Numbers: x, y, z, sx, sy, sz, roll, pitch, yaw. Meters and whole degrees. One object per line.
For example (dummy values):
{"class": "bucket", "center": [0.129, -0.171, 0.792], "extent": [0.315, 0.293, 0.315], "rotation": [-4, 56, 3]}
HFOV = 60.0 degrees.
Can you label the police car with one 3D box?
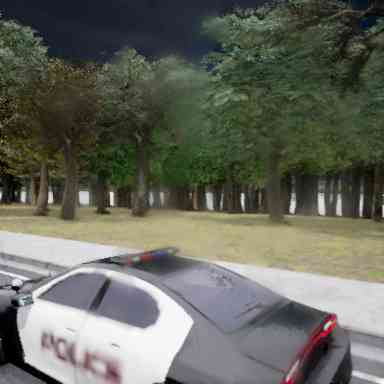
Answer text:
{"class": "police car", "center": [-0.839, 1.506, 4.159], "extent": [4.974, 1.542, 2.038], "rotation": [0, 0, 35]}
